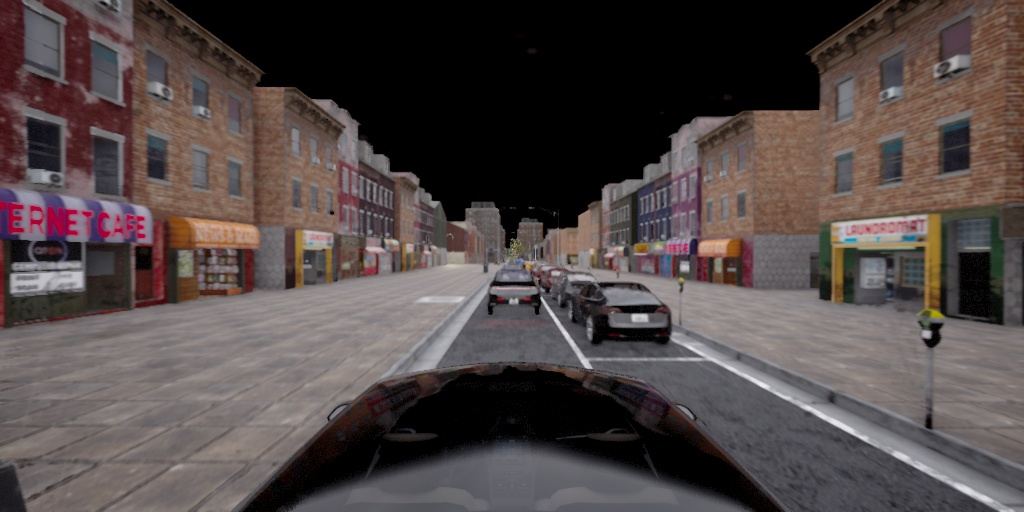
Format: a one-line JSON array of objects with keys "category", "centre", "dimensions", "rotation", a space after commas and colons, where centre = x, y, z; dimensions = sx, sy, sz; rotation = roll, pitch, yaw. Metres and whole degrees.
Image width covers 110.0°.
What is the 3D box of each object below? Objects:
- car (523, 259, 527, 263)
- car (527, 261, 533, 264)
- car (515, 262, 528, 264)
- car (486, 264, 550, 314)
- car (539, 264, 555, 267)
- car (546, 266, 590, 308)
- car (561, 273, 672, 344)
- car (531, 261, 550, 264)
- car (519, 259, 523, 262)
[{"category": "car", "centre": [2.746, 1.311, 45.608], "dimensions": [1.882, 1.535, 5.008], "rotation": [0, 0, 0]}, {"category": "car", "centre": [2.634, 1.223, 31.949], "dimensions": [1.967, 1.591, 4.097], "rotation": [0, 0, 0]}, {"category": "car", "centre": [0.058, 1.374, 27.825], "dimensions": [1.895, 1.301, 4.718], "rotation": [0, 0, 0]}, {"category": "car", "centre": [0.066, 1.241, 13.732], "dimensions": [2.128, 1.511, 4.902], "rotation": [0, 0, 0]}, {"category": "car", "centre": [2.635, 1.341, 20.698], "dimensions": [1.802, 1.307, 4.207], "rotation": [0, 0, 0]}, {"category": "car", "centre": [2.635, 1.303, 15.073], "dimensions": [2.007, 1.370, 4.403], "rotation": [0, 0, 0]}, {"category": "car", "centre": [2.636, 1.315, 9.448], "dimensions": [1.948, 1.339, 4.313], "rotation": [0, 0, 0]}, {"category": "car", "centre": [2.634, 1.314, 26.323], "dimensions": [1.888, 1.381, 4.507], "rotation": [0, 0, 0]}, {"category": "car", "centre": [2.631, 1.451, 60.075], "dimensions": [1.888, 1.381, 4.507], "rotation": [0, 0, 0]}]
